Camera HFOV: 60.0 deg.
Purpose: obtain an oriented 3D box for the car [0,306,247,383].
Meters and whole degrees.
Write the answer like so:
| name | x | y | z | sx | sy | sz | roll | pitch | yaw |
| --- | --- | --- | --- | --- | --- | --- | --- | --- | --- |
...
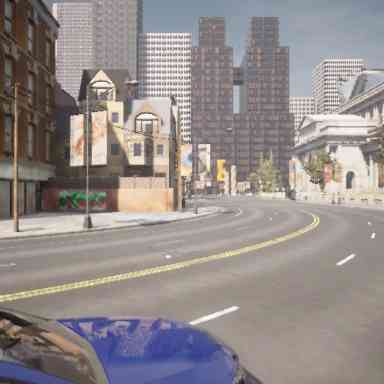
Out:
| name | x | y | z | sx | sy | sz | roll | pitch | yaw |
| --- | --- | --- | --- | --- | --- | --- | --- | --- | --- |
| car | -1.651 | 1.517 | 2.101 | 4.674 | 1.442 | 1.812 | 0 | 0 | -36 |
